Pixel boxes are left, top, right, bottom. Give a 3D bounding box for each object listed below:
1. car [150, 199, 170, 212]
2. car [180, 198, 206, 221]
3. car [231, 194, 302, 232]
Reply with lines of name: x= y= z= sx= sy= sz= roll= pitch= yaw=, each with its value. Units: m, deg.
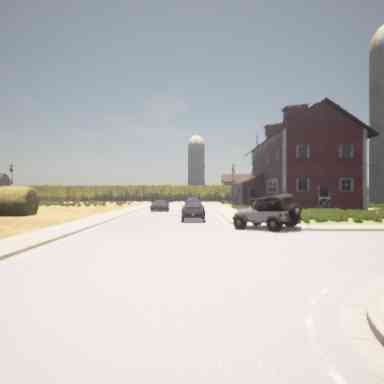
car: x=-3.590 y=1.526 z=37.767 sx=1.994 sy=1.385 sz=4.181 roll=0 pitch=0 yaw=0
car: x=0.095 y=1.465 z=26.732 sx=2.128 sy=1.511 sz=4.902 roll=0 pitch=0 yaw=0
car: x=4.164 y=1.125 z=18.718 sx=1.905 sy=1.878 sz=3.866 roll=-8 pitch=3 yaw=-42
